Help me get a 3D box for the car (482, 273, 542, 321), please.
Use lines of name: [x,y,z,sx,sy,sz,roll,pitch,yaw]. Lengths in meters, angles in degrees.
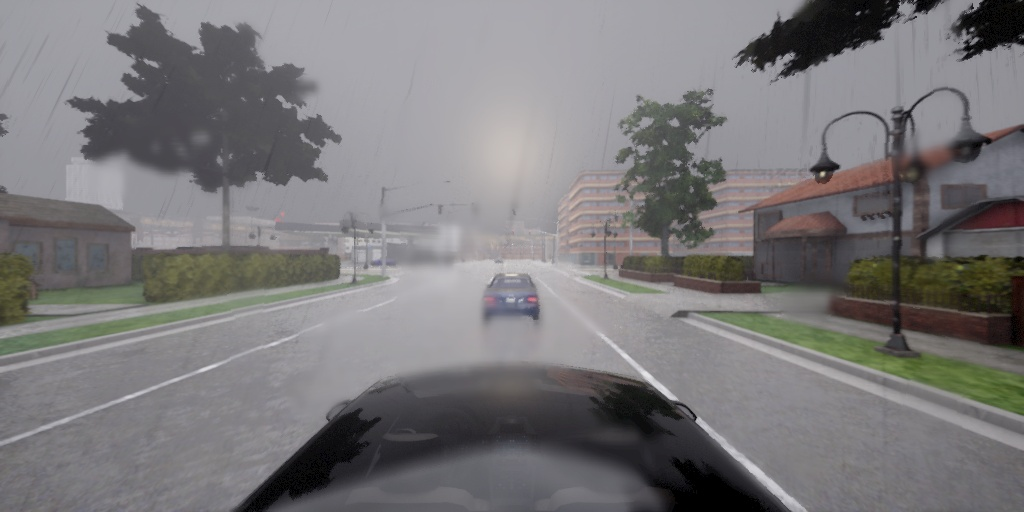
car: [0.015,1.295,12.466,2.033,1.411,5.357,0,0,0]
